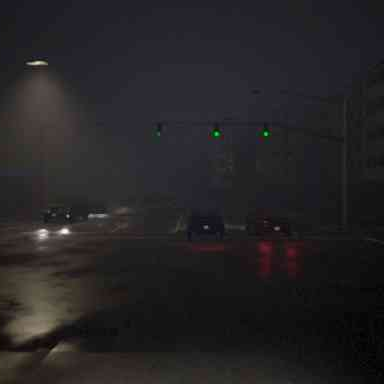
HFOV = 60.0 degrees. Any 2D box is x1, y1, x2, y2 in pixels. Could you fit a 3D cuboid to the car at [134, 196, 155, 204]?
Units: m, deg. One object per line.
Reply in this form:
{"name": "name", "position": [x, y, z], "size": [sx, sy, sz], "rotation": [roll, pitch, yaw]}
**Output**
{"name": "car", "position": [-9.702, 1.626, 67.947], "size": [1.812, 1.442, 4.674], "rotation": [0, 0, -45]}

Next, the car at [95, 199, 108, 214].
{"name": "car", "position": [-10.433, 1.663, 36.832], "size": [1.994, 1.385, 4.181], "rotation": [0, 0, -8]}

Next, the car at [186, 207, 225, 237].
{"name": "car", "position": [0.709, 1.549, 18.420], "size": [1.882, 1.535, 5.008], "rotation": [0, 0, 1]}

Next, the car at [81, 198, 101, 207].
{"name": "car", "position": [-16.229, 1.722, 53.404], "size": [1.895, 1.301, 4.718], "rotation": [0, 0, -32]}

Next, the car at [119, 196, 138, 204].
{"name": "car", "position": [-12.614, 1.636, 65.934], "size": [1.837, 1.490, 4.892], "rotation": [0, 0, -45]}

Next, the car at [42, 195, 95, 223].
{"name": "car", "position": [-9.956, 1.306, 26.763], "size": [2.150, 2.045, 5.566], "rotation": [0, 0, 0]}

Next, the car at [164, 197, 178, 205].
{"name": "car", "position": [-4.248, 1.644, 60.792], "size": [1.837, 1.490, 4.892], "rotation": [0, 0, -32]}

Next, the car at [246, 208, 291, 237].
{"name": "car", "position": [4.218, 1.605, 18.684], "size": [1.812, 1.442, 4.674], "rotation": [0, 0, 0]}

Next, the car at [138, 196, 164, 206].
{"name": "car", "position": [-7.343, 1.661, 59.157], "size": [1.812, 1.442, 4.674], "rotation": [0, 0, -32]}
